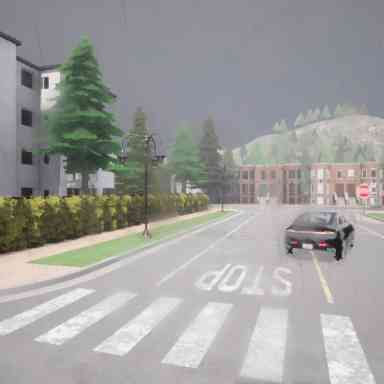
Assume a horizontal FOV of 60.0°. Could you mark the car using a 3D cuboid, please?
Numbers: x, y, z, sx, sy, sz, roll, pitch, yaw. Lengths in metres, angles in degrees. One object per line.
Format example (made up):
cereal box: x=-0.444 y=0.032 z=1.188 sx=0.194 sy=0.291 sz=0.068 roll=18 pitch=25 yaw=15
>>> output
car: x=4.959 y=1.492 z=12.588 sx=2.128 sy=1.511 sz=4.902 roll=0 pitch=0 yaw=32
